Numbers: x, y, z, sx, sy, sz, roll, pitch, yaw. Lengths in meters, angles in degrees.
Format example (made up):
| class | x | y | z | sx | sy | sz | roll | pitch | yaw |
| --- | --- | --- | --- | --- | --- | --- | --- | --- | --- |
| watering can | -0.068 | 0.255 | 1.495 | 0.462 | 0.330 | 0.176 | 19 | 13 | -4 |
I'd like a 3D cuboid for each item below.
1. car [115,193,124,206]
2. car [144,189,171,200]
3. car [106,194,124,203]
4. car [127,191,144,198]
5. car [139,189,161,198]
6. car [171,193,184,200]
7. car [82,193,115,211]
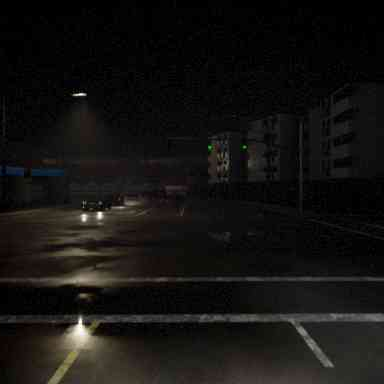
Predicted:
| class | x | y | z | sx | sy | sz | roll | pitch | yaw |
| --- | --- | --- | --- | --- | --- | --- | --- | --- | --- |
| car | -10.362 | 0.930 | 44.831 | 2.097 | 1.767 | 4.553 | 0 | 1 | -8 |
| car | -6.897 | 0.529 | 66.861 | 2.150 | 2.045 | 5.566 | 0 | 1 | -32 |
| car | -12.794 | 1.006 | 54.837 | 2.033 | 1.411 | 5.357 | 0 | 1 | -22 |
| car | -12.590 | 0.708 | 74.309 | 1.895 | 1.301 | 4.718 | -1 | 1 | -45 |
| car | -9.677 | 0.269 | 76.314 | 2.150 | 2.045 | 5.566 | -1 | 1 | -45 |
| car | -3.644 | 0.834 | 68.242 | 2.033 | 1.411 | 5.357 | 0 | 1 | -32 |
| car | -9.964 | 1.048 | 35.023 | 2.097 | 1.767 | 4.553 | 0 | 1 | -1 |
